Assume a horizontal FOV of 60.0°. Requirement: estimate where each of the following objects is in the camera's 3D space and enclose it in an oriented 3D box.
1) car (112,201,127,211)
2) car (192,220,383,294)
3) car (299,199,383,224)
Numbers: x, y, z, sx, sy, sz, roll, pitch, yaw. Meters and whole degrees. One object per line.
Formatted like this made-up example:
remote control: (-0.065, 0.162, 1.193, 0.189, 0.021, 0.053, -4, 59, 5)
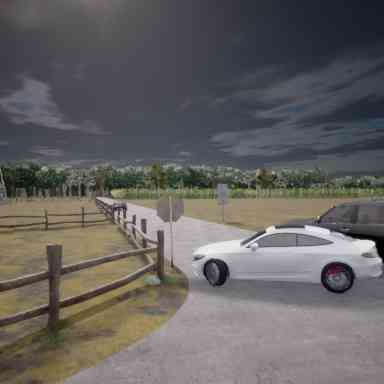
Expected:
car: (-10.795, 1.979, 49.473, 2.033, 1.411, 5.357, -2, 0, -18)
car: (2.299, 1.612, 8.708, 4.674, 1.442, 1.812, -2, 0, 17)
car: (5.103, 1.225, 9.799, 2.150, 2.045, 5.566, -2, 0, -39)
